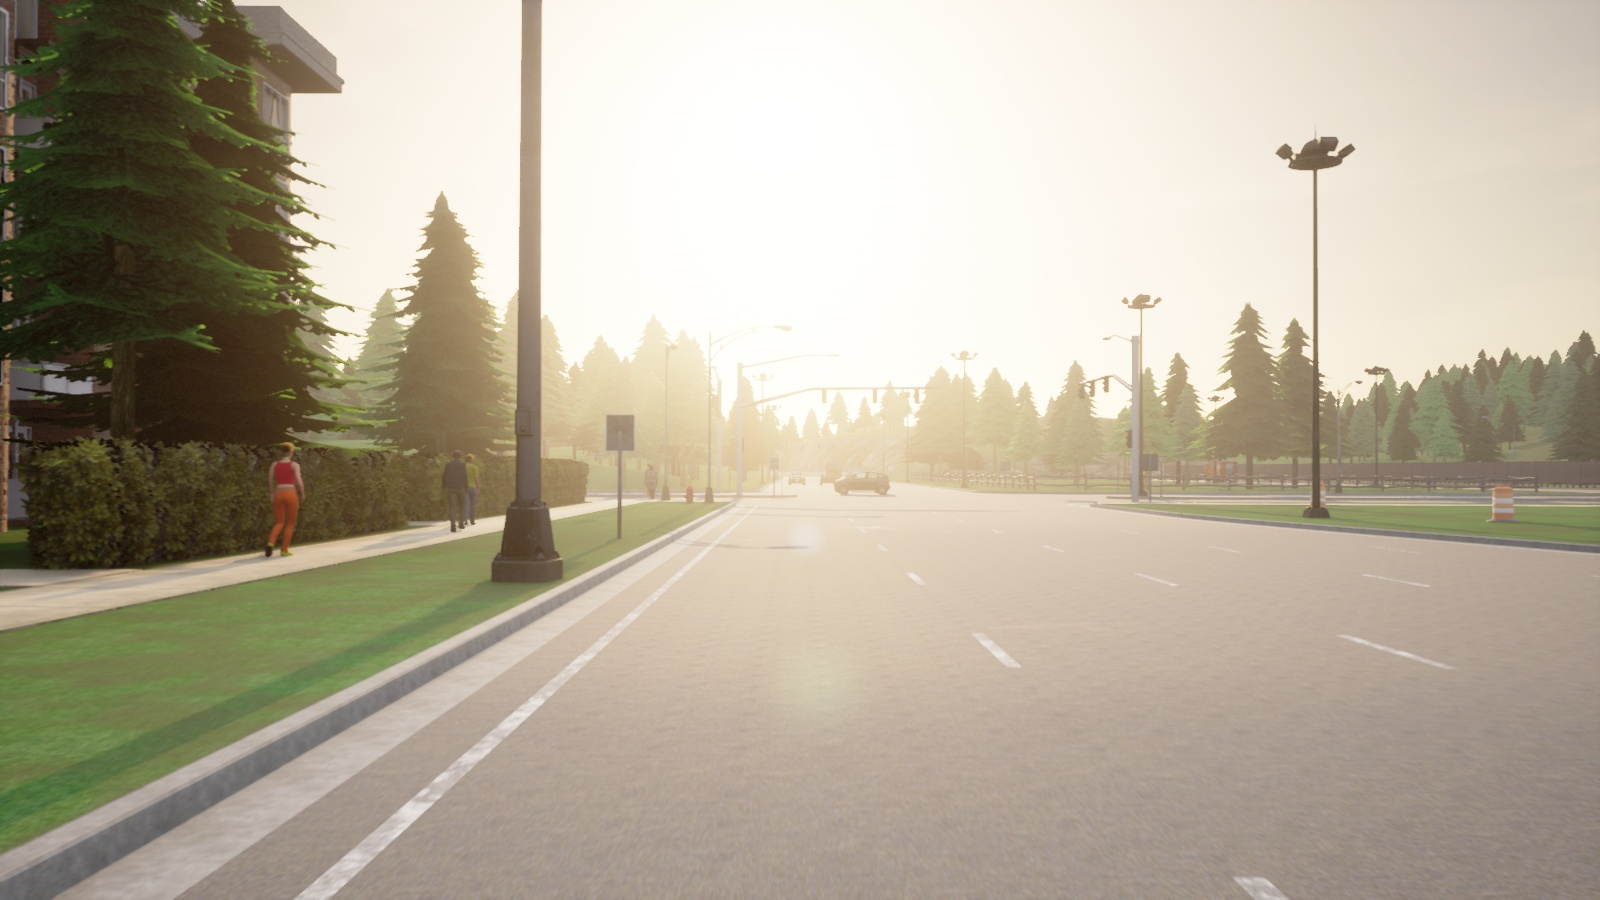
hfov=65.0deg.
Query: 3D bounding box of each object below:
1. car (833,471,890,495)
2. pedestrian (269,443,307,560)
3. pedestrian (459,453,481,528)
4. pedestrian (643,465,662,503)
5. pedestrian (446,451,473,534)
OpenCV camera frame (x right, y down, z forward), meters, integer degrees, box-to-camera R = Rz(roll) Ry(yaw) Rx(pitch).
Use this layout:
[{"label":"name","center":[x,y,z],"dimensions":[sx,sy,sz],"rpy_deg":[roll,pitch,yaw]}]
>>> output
[{"label":"car","center":[4.001,2.152,82.123],"dimensions":[3.705,1.549,1.789],"rpy_deg":[0,-1,0]},{"label":"pedestrian","center":[-8.126,0.810,19.943],"dimensions":[0.345,1.836,0.594],"rpy_deg":[0,-1,0]},{"label":"pedestrian","center":[-8.125,0.994,30.923],"dimensions":[0.354,1.836,0.706],"rpy_deg":[0,-1,0]},{"label":"pedestrian","center":[-7.352,1.681,62.623],"dimensions":[0.874,1.855,0.900],"rpy_deg":[0,-1,-1]},{"label":"pedestrian","center":[-7.600,0.943,28.012],"dimensions":[0.402,1.842,0.726],"rpy_deg":[0,-1,1]}]
